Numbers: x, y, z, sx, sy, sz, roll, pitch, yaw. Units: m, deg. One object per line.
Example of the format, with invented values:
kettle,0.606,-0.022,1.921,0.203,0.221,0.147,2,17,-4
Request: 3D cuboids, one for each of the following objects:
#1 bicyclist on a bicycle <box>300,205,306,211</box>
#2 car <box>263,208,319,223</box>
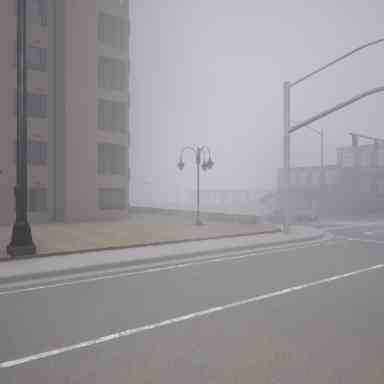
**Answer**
bicyclist on a bicycle,13.549,2.464,40.681,1.656,1.620,0.582,0,-8,-35
car,8.561,2.010,28.973,1.895,1.301,4.718,1,-5,-36
